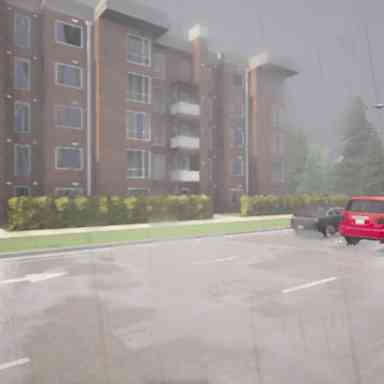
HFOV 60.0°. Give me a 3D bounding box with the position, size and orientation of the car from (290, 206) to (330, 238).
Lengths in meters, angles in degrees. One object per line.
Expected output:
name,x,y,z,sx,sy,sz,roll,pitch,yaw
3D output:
car,7.248,1.487,17.524,4.902,1.511,2.128,0,0,-35

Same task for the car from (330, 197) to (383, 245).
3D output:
car,8.545,1.217,14.149,5.566,2.045,2.150,0,0,-35
